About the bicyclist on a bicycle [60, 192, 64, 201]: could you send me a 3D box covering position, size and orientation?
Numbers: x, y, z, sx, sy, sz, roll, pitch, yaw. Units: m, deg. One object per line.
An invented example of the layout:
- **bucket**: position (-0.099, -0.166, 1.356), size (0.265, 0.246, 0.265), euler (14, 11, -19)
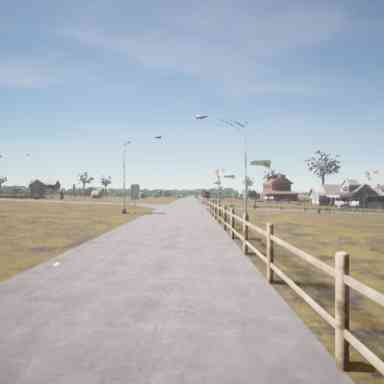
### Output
- **bicyclist on a bicycle**: position (-22.620, 0.759, 57.735), size (0.582, 1.620, 1.656), euler (2, 0, 0)
